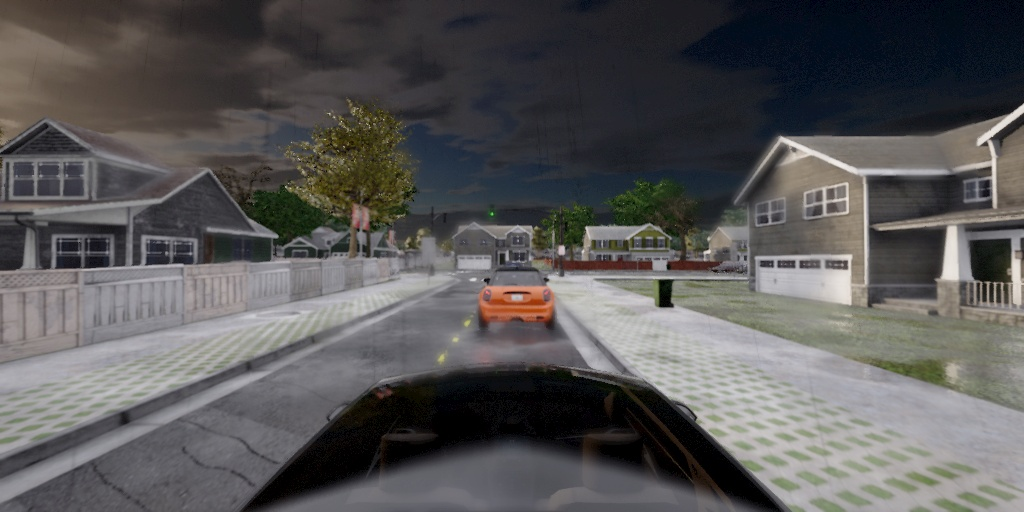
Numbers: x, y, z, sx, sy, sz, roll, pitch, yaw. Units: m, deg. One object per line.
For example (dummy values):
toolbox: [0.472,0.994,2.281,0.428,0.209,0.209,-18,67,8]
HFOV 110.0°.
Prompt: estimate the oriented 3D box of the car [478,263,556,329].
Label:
car: [0.145,1.101,11.446,2.097,1.767,4.553,0,0,0]

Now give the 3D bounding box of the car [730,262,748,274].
car: [28.993,1.445,42.286,4.892,1.490,1.837,0,-1,2]

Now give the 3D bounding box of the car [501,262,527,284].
car: [0.074,1.269,27.921,1.812,1.442,4.674,0,0,-2]

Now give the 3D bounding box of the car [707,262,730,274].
car: [27.882,1.521,45.568,5.357,1.411,2.033,0,-1,2]
